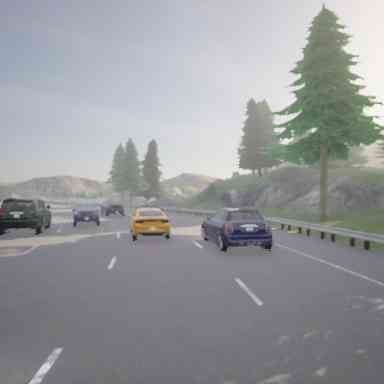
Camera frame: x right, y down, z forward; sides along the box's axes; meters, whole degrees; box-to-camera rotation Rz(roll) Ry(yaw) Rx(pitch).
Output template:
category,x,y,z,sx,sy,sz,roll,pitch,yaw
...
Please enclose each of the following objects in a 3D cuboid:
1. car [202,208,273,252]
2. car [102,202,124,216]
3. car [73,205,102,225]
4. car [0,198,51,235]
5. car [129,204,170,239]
category,x,y,z,sx,sy,sz,roll,pitch,yaw
car,1.825,1.474,14.861,2.097,1.767,4.553,0,0,-10
car,-8.732,1.817,36.143,1.837,1.490,4.892,0,-1,-26
car,-8.287,1.754,26.007,1.812,1.442,4.674,0,-1,-19
car,-10.079,1.405,20.338,2.150,2.045,5.566,0,-1,-16
car,-2.410,1.634,18.374,1.882,1.535,5.008,0,-1,-12
